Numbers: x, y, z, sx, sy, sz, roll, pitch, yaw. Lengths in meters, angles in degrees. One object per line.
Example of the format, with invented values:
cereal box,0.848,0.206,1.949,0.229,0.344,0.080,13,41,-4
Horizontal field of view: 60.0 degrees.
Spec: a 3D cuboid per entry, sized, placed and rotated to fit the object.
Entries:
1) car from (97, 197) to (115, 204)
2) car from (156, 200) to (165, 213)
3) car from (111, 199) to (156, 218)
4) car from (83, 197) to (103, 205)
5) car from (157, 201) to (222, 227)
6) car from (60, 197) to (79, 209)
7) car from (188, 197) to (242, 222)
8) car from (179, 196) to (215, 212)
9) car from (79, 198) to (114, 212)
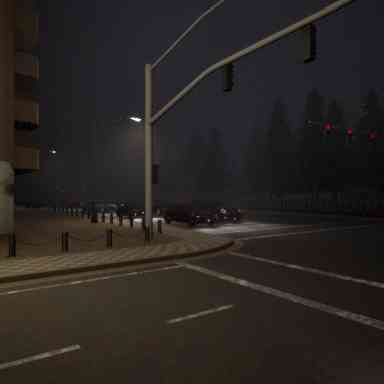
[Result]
car,-16.689,1.656,64.485,1.895,1.301,4.718,0,0,-36
car,-3.374,1.547,33.709,2.128,1.511,4.902,0,0,-36
car,-5.435,1.619,30.577,1.994,1.385,4.181,0,0,-36
car,-18.015,1.656,60.365,1.895,1.301,4.718,0,0,-36
car,-0.319,1.581,23.508,1.812,1.442,4.674,0,0,-37
car,-17.286,1.533,47.108,1.882,1.535,5.008,0,0,-35
car,1.862,1.407,26.439,2.097,1.767,4.553,0,0,-36
car,0.565,1.407,40.550,2.097,1.767,4.553,0,0,-36
car,-11.177,1.656,38.562,1.895,1.301,4.718,0,0,-36
